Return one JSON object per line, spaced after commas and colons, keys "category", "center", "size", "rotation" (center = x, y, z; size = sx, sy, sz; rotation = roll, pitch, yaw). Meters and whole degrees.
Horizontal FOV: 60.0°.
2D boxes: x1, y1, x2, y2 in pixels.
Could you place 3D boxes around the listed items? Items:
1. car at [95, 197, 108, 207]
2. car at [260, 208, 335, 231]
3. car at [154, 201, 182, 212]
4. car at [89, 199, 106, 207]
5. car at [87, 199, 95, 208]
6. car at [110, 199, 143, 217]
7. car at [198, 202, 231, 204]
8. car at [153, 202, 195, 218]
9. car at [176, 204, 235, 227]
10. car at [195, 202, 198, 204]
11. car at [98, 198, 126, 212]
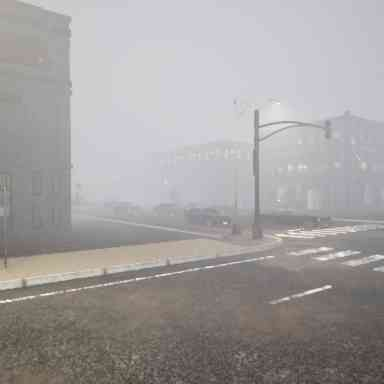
{"category": "car", "center": [-16.198, 1.939, 63.609], "size": [2.192, 1.841, 5.009], "rotation": [-1, 0, -36]}
{"category": "car", "center": [6.757, 1.746, 21.800], "size": [1.895, 1.301, 4.718], "rotation": [-1, -1, -38]}
{"category": "car", "center": [-3.326, 1.965, 45.590], "size": [1.802, 1.307, 4.206], "rotation": [-2, 0, -36]}
{"category": "car", "center": [-19.408, 2.227, 68.114], "size": [1.887, 1.381, 4.507], "rotation": [-1, 0, -36]}
{"category": "car", "center": [-19.223, 2.159, 63.414], "size": [2.128, 1.511, 4.902], "rotation": [-1, 0, -36]}
{"category": "car", "center": [-6.933, 1.846, 36.214], "size": [1.967, 1.590, 4.097], "rotation": [-1, 0, -36]}
{"category": "car", "center": [3.105, 1.809, 36.580], "size": [2.008, 1.369, 4.403], "rotation": [-2, 0, -36]}
{"category": "car", "center": [-2.186, 1.805, 34.043], "size": [1.882, 1.535, 5.008], "rotation": [-1, 0, -36]}
{"category": "car", "center": [1.035, 1.814, 24.850], "size": [1.947, 1.339, 4.313], "rotation": [-2, 0, -36]}
{"category": "car", "center": [-0.110, 1.903, 41.086], "size": [1.802, 1.307, 4.206], "rotation": [-2, 0, -36]}
{"category": "car", "center": [-11.041, 2.025, 46.492], "size": [1.812, 1.442, 4.674], "rotation": [-1, 0, -35]}
